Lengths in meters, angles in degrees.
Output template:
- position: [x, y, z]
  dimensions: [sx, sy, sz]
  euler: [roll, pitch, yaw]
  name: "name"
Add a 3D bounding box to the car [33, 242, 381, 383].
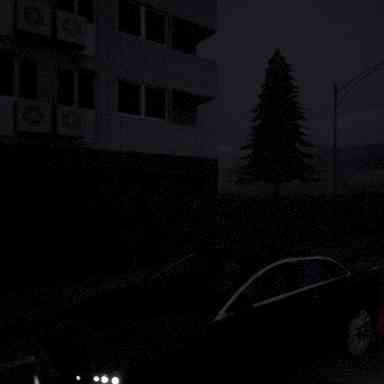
- position: [0.611, 1.493, 4.416]
  dimensions: [4.902, 1.511, 2.128]
  euler: [0, 0, -35]
  name: "car"
